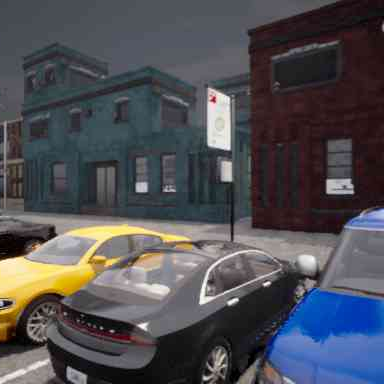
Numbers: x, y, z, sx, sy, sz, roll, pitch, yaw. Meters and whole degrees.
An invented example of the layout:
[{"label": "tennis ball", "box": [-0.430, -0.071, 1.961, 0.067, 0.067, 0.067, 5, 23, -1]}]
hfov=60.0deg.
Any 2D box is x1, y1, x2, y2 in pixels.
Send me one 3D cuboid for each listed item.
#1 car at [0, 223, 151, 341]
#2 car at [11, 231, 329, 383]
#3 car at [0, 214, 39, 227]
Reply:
[{"label": "car", "box": [-1.963, 1.476, 6.728, 2.097, 1.535, 5.008, 0, 0, 35]}, {"label": "car", "box": [0.303, 1.479, 5.118, 2.231, 1.521, 4.892, 0, 0, 35]}, {"label": "car", "box": [-6.599, 1.470, 10.003, 2.097, 1.535, 5.008, 0, 0, 35]}]
